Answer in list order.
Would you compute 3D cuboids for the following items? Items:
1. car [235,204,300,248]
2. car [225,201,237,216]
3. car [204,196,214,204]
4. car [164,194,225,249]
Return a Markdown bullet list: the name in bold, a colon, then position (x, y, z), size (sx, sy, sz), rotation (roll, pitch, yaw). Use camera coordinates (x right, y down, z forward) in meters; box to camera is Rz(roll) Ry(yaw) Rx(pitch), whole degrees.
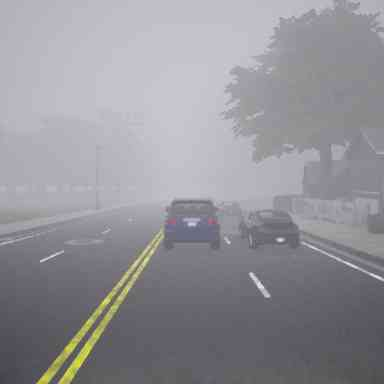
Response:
- **car**: position (3.250, 1.513, 14.657), size (1.837, 1.490, 4.892), rotation (0, 0, 0)
- **car**: position (3.250, 1.506, 29.446), size (1.812, 1.442, 4.674), rotation (0, 0, 0)
- **car**: position (3.251, 1.493, 64.487), size (1.812, 1.442, 4.674), rotation (0, 0, 0)
- **car**: position (0.000, 1.255, 14.685), size (2.150, 2.045, 5.566), rotation (0, 0, 0)
